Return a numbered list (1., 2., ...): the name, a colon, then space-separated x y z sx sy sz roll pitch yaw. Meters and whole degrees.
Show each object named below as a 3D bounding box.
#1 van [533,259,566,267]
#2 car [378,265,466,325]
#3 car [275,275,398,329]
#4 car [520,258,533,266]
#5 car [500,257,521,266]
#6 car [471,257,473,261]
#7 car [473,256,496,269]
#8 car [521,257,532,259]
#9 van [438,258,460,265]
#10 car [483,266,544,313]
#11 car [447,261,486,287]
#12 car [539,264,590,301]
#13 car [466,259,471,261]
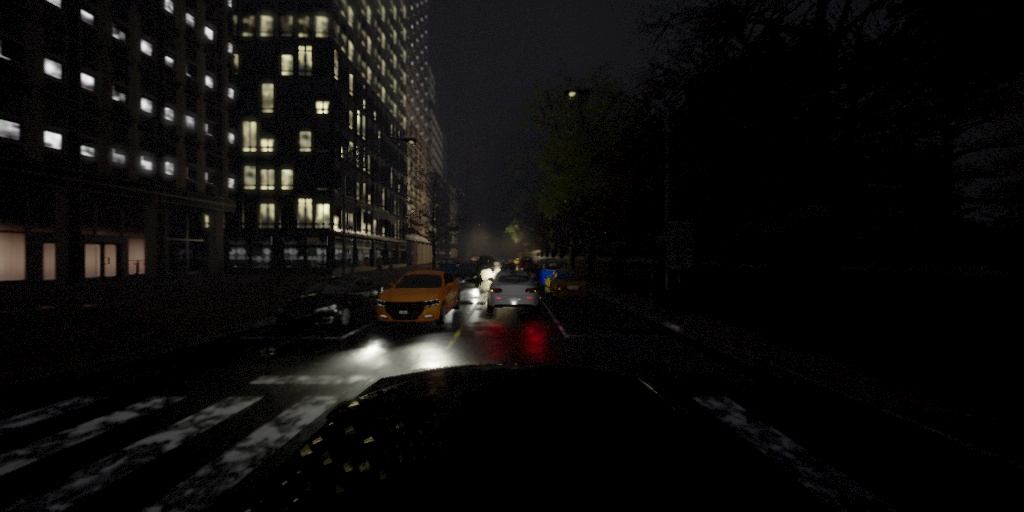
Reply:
1. van: 2.446 1.083 22.441 1.690 1.789 3.998 0 0 -1
2. car: -2.888 1.225 12.007 1.882 1.535 5.008 0 0 0
3. car: -5.342 1.298 11.117 2.007 1.370 4.403 0 0 0
4. car: 2.186 1.258 39.242 1.751 1.417 4.829 0 0 -1
5. car: -0.422 1.224 41.490 2.128 1.511 4.902 0 0 -1
6. car: -6.083 1.270 49.938 1.888 1.381 4.507 0 0 -1
7. car: -3.267 0.953 45.216 2.150 2.045 5.566 0 0 -1
8. car: 1.939 1.039 50.167 2.192 1.841 5.009 0 0 -2
9. van: -5.732 1.078 33.299 1.690 1.789 3.998 0 0 -1
10. car: 0.049 1.272 13.949 1.812 1.442 4.674 0 0 0
11. car: -2.996 1.268 24.278 1.812 1.442 4.674 0 0 -1
12. car: 2.498 1.270 17.067 1.751 1.417 4.829 0 0 0
13. car: -5.833 1.279 38.845 1.888 1.381 4.507 0 0 -1
